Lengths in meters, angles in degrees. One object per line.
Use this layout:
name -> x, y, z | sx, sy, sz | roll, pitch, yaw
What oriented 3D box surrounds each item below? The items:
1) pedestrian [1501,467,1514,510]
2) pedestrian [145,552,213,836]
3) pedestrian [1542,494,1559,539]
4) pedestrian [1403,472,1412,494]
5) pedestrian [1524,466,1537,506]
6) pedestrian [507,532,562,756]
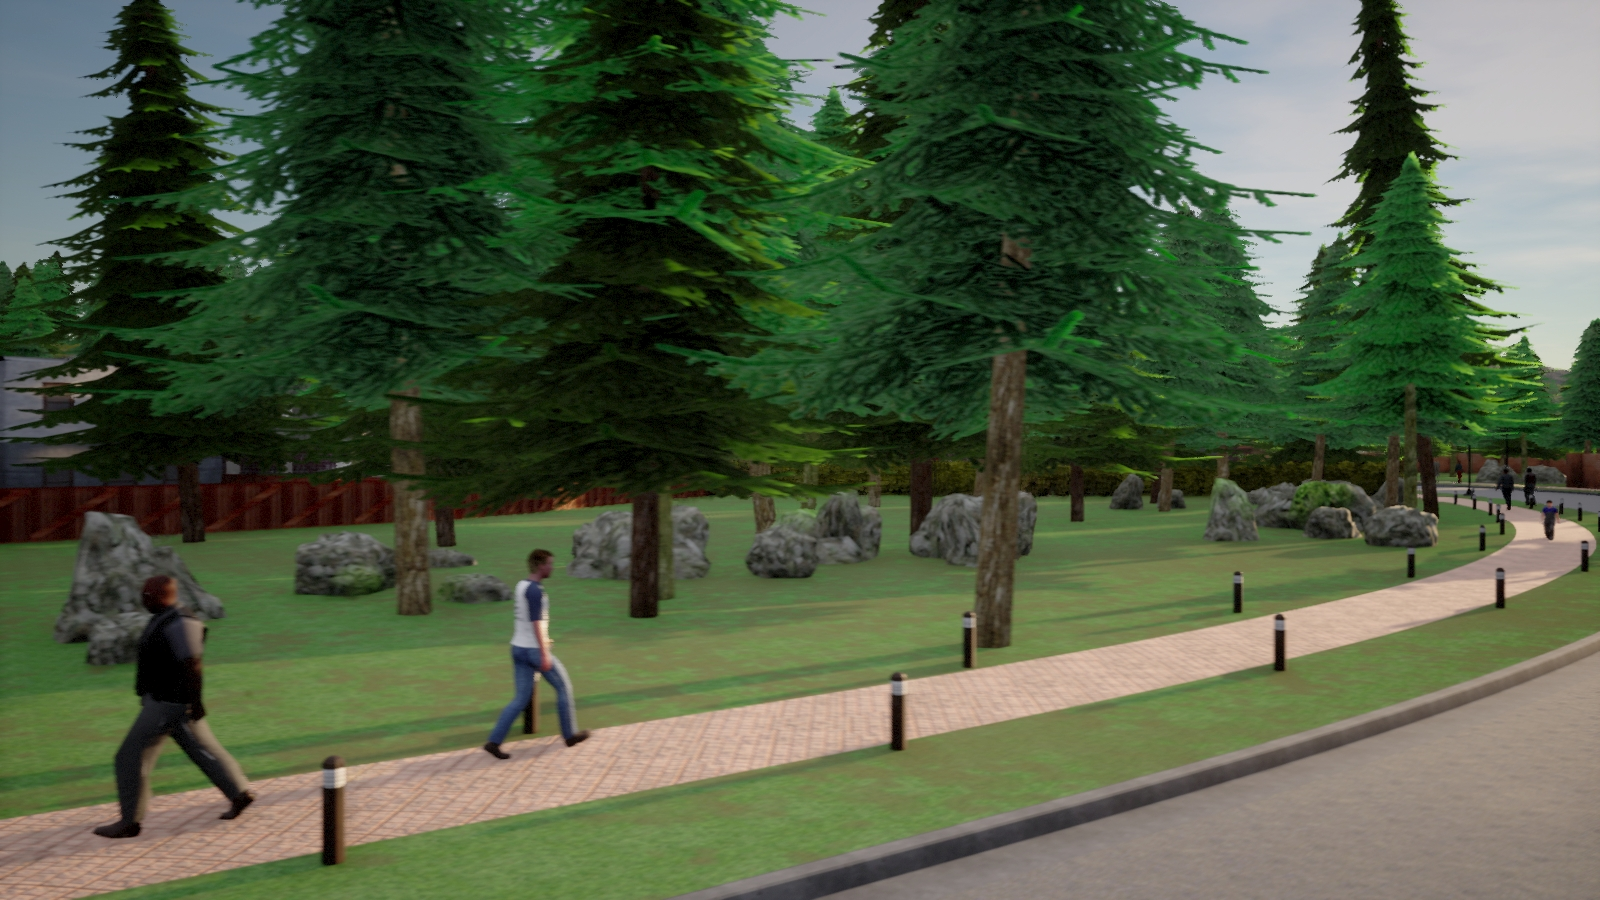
pedestrian -> 30.531, 1.661, 49.322 | 0.375, 1.860, 0.375 | 0, 0, 17
pedestrian -> -4.309, 1.662, 7.925 | 0.375, 1.860, 0.375 | 0, 0, -34
pedestrian -> 21.934, 1.942, 33.408 | 0.375, 1.300, 0.375 | 0, 0, 39
pedestrian -> 35.795, 1.941, 67.294 | 0.375, 1.300, 0.375 | 0, 0, 6
pedestrian -> 34.157, 1.662, 53.419 | 0.375, 1.860, 0.375 | 0, 0, 3
pedestrian -> -2.312, 1.664, 9.937 | 0.375, 1.860, 0.375 | 0, 0, -31
